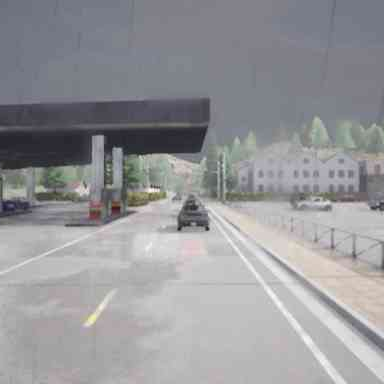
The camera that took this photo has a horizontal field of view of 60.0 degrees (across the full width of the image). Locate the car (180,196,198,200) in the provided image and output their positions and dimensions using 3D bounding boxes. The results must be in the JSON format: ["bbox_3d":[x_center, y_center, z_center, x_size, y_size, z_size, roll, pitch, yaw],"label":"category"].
[{"bbox_3d":[0.064,1.435,30.448,1.882,1.535,5.008,0,0,0],"label":"car"}]

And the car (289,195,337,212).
[{"bbox_3d":[12.643,1.310,34.971,3.806,1.475,1.970,0,0,-1],"label":"car"}]

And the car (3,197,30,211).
[{"bbox_3d":[-20.773,1.429,38.604,2.242,1.667,4.611,0,0,-1],"label":"car"}]

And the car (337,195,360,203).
[{"bbox_3d":[28.131,1.196,60.992,5.008,1.535,1.882,0,0,0],"label":"car"}]

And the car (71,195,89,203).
[{"bbox_3d":[-19.527,1.234,60.777,4.902,1.511,2.128,1,0,0],"label":"car"}]

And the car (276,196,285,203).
[{"bbox_3d":[17.889,1.211,60.947,4.902,1.511,2.128,0,0,0],"label":"car"}]

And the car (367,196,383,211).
[{"bbox_3d":[21.122,1.045,35.069,4.605,1.855,1.932,0,0,-1],"label":"car"}]

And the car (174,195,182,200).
[{"bbox_3d":[-3.605,1.471,88.449,1.895,1.301,4.718,0,0,0],"label":"car"}]

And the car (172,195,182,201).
[{"bbox_3d":[-3.593,1.443,78.454,1.994,1.385,4.181,0,0,0],"label":"car"}]

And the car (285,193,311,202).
[{"bbox_3d":[13.231,1.021,38.300,3.866,1.878,1.905,0,0,-1],"label":"car"}]

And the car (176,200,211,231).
[{"bbox_3d":[0.076,1.476,20.286,1.837,1.490,4.892,0,0,0],"label":"car"}]
